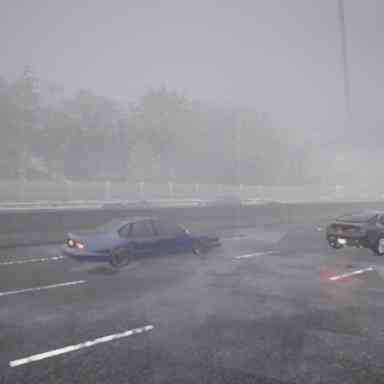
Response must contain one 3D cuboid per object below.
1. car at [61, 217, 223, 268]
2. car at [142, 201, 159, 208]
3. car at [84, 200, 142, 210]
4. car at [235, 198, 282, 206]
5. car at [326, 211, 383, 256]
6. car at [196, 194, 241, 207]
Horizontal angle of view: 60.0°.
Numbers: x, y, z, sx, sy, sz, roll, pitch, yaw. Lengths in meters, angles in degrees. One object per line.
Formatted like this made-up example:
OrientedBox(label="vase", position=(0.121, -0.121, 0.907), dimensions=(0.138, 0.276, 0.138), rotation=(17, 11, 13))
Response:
OrientedBox(label="car", position=(-1.510, 1.549, 11.270), dimensions=(5.357, 1.411, 2.033), rotation=(0, 0, -36))
OrientedBox(label="car", position=(-5.459, 1.574, 34.485), dimensions=(4.181, 1.385, 1.994), rotation=(0, 0, -35))
OrientedBox(label="car", position=(-6.512, 1.530, 25.140), dimensions=(4.674, 1.442, 1.812), rotation=(0, 0, -35))
OrientedBox(label="car", position=(6.568, 1.524, 30.164), dimensions=(4.892, 1.490, 1.837), rotation=(0, 0, -35))
OrientedBox(label="car", position=(7.318, 1.512, 13.264), dimensions=(4.892, 1.490, 1.837), rotation=(0, 0, -35))
OrientedBox(label="car", position=(3.077, 1.240, 36.271), dimensions=(5.566, 2.045, 2.150), rotation=(0, 0, -35))
